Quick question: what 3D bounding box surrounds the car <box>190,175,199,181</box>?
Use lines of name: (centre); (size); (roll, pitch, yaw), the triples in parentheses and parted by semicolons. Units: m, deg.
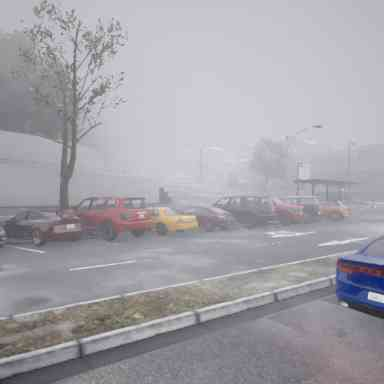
car: (2.727, -3.698, 87.786); (2.435, 2.045, 5.566); (7, 3, 34)

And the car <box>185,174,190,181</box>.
car: (0.935, -3.850, 90.254); (2.185, 1.767, 4.553); (6, 3, 34)

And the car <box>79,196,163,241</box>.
car: (-4.545, 1.248, 16.987); (5.566, 2.045, 2.435); (-1, -1, 35)

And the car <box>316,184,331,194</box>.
car: (23.505, -0.426, 58.266); (2.435, 2.045, 5.566); (7, 3, 35)

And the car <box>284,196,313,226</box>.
car: (5.328, 1.267, 23.896); (5.566, 2.045, 2.435); (-1, -1, 35)

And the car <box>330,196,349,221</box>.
car: (10.279, 1.403, 27.312); (4.553, 1.767, 2.185); (-1, -1, 35)

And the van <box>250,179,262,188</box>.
van: (14.817, -1.763, 70.492); (1.878, 1.987, 4.442); (7, 4, 35)

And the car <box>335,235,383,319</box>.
car: (4.884, 1.487, 6.602); (5.008, 1.535, 1.882); (0, 0, -35)

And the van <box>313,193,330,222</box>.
van: (7.868, 1.297, 25.564); (4.442, 1.987, 1.878); (-1, -1, 35)

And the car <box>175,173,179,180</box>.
car: (-2.562, -4.361, 95.075); (2.435, 2.045, 5.566); (1, -1, 34)

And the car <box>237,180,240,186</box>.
car: (11.415, -2.043, 75.547); (2.002, 1.452, 4.674); (7, 4, 35)

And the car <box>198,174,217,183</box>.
car: (4.576, -3.175, 85.525); (1.946, 1.575, 5.366); (7, 3, 34)

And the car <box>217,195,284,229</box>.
car: (2.813, 1.262, 22.193); (5.566, 2.045, 2.435); (-1, -1, 35)

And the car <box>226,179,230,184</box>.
car: (9.675, -2.316, 78.011); (2.002, 1.452, 4.674); (7, 3, 35)

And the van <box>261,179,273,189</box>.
van: (16.543, -1.490, 68.020); (1.878, 1.987, 4.442); (7, 4, 35)

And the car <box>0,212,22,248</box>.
car: (-9.413, 1.493, 13.500); (4.892, 1.521, 2.231); (-1, -1, 35)

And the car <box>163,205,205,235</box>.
car: (-2.224, 1.503, 18.812); (5.366, 1.575, 1.946); (-1, -1, 35)

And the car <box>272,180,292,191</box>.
car: (18.301, -0.992, 65.656); (2.231, 1.521, 4.892); (7, 3, 35)

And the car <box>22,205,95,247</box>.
car: (-6.992, 1.524, 15.244); (4.792, 1.488, 2.163); (-1, -1, 35)

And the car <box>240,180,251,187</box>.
car: (13.245, -1.811, 73.225); (1.946, 1.575, 5.366); (7, 3, 35)

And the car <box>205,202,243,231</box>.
car: (0.384, 1.548, 20.438); (4.674, 1.452, 2.002); (-1, -1, 35)

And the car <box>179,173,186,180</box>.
car: (-0.792, -4.084, 92.726); (2.185, 1.767, 4.553); (4, 1, 34)

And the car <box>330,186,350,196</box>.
car: (25.194, 0.137, 55.792); (2.002, 1.452, 4.674); (7, 3, 35)
